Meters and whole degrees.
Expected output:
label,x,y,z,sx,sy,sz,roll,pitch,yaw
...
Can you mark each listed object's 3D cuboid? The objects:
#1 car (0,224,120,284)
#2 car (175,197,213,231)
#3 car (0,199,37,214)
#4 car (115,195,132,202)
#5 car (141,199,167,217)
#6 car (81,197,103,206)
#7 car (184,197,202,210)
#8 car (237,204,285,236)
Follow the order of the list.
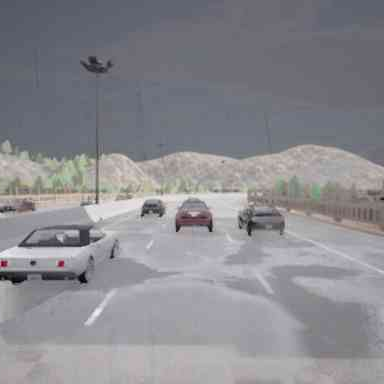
label,x,y,z,sx,sy,sz,roll,pitch,yaw
car,-3.401,1.559,9.418,1.895,1.301,4.718,0,0,0
car,0.112,1.263,20.113,2.097,1.767,4.553,0,0,0
car,-17.560,1.415,33.755,1.994,1.385,4.181,0,0,0
car,-10.478,1.267,51.264,2.128,1.511,4.902,0,0,1
car,-3.382,1.374,29.717,1.837,1.490,4.892,0,0,0
car,-14.010,1.395,46.699,1.895,1.301,4.718,0,0,1
car,0.124,1.367,40.951,2.033,1.411,5.357,0,0,0
car,3.610,1.412,17.956,2.128,1.511,4.902,0,0,0
